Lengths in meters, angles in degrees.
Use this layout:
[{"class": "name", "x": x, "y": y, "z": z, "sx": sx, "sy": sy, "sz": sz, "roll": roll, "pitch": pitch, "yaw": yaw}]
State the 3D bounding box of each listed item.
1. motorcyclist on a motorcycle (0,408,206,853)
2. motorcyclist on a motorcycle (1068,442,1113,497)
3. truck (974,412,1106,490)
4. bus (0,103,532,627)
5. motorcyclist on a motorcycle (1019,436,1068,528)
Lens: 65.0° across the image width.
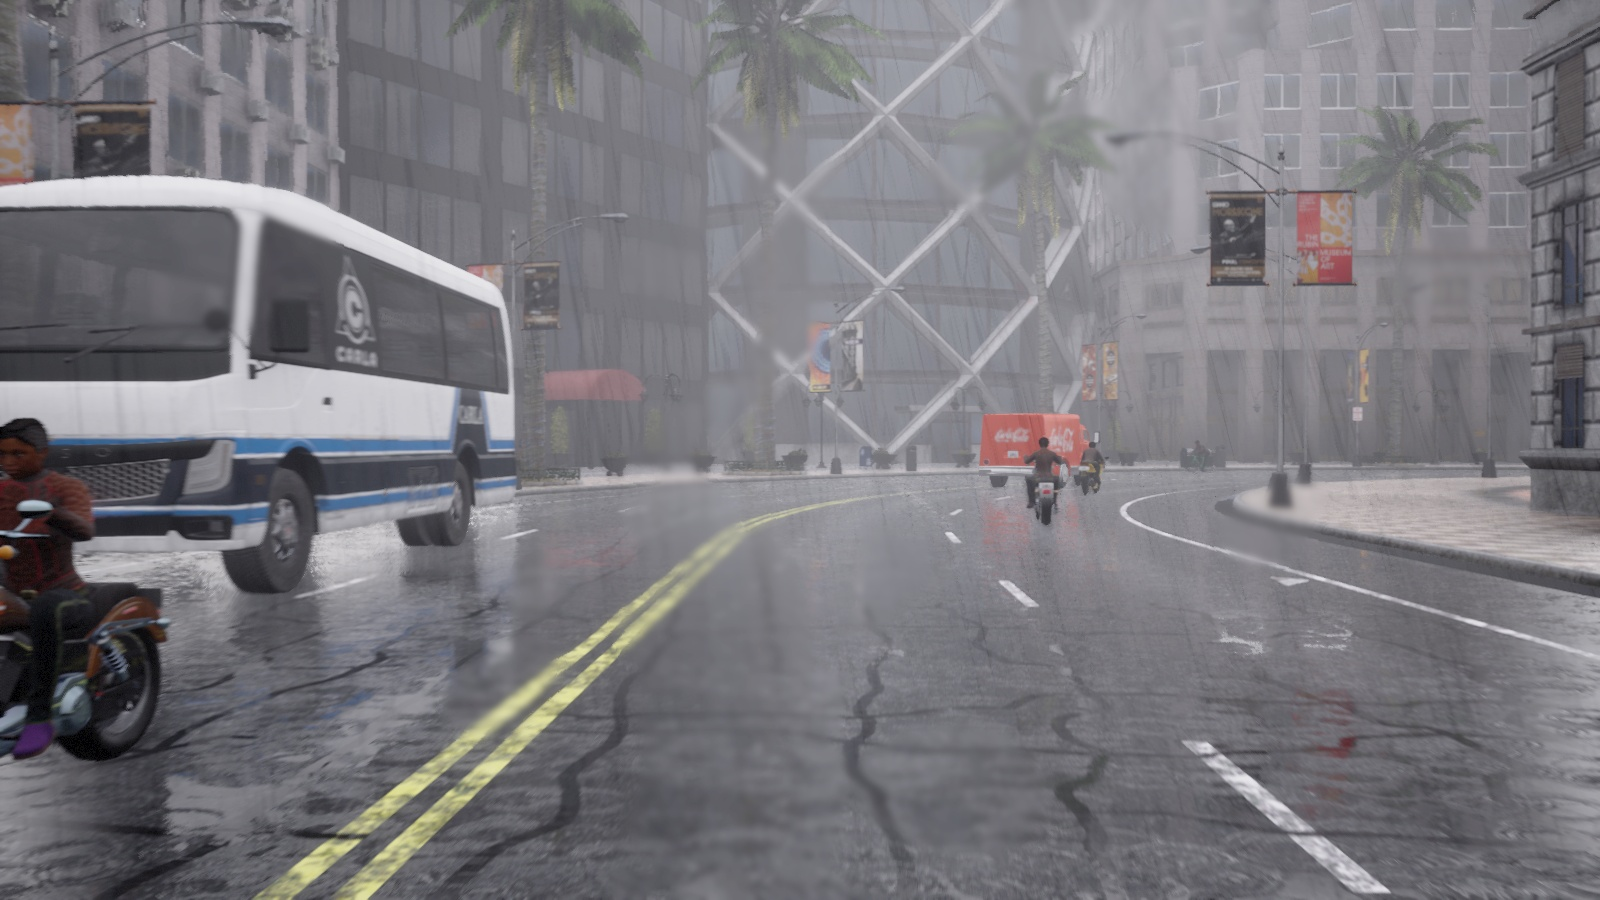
[{"class": "motorcyclist on a motorcycle", "x": -3.333, "y": 0.665, "z": 4.992, "sx": 0.766, "sy": 1.649, "sz": 2.350, "roll": 0, "pitch": 1, "yaw": 2}, {"class": "motorcyclist on a motorcycle", "x": 8.273, "y": 0.536, "z": 35.707, "sx": 0.797, "sy": 1.523, "sz": 2.044, "roll": 1, "pitch": 1, "yaw": 25}, {"class": "truck", "x": 8.217, "y": 0.028, "z": 42.552, "sx": 2.627, "sy": 2.467, "sz": 5.204, "roll": 0, "pitch": 0, "yaw": 33}, {"class": "bus", "x": -6.512, "y": -0.724, "z": 15.390, "sx": 3.944, "sy": 4.253, "sz": 10.273, "roll": 0, "pitch": 0, "yaw": 2}, {"class": "motorcyclist on a motorcycle", "x": 4.580, "y": 0.568, "z": 23.766, "sx": 0.766, "sy": 1.649, "sz": 2.350, "roll": 0, "pitch": 0, "yaw": 7}]
